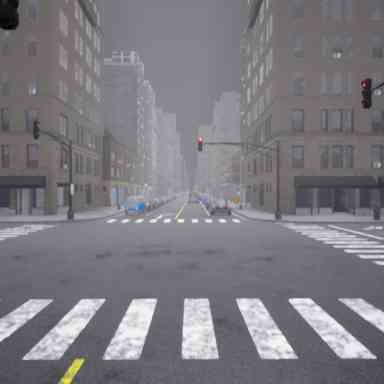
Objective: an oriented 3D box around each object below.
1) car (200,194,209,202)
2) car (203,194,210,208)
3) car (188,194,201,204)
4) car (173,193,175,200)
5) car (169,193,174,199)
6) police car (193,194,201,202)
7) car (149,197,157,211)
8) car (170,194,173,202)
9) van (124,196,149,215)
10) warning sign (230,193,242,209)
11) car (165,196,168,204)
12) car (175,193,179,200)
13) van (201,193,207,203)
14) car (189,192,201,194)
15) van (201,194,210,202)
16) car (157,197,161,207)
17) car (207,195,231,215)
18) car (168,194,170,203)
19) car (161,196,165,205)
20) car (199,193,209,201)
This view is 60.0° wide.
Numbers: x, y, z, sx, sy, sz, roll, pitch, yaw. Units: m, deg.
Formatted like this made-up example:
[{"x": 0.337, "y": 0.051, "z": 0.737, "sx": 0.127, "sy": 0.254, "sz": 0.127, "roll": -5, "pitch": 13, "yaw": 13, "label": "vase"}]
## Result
[{"x": 3.003, "y": 1.402, "z": 78.845, "sx": 1.967, "sy": 1.590, "sz": 4.097, "roll": 0, "pitch": 0, "yaw": 0, "label": "car"}, {"x": 2.856, "y": 1.423, "z": 44.829, "sx": 1.967, "sy": 1.590, "sz": 4.097, "roll": 0, "pitch": 0, "yaw": 0, "label": "car"}, {"x": 0.268, "y": 1.538, "z": 63.062, "sx": 1.994, "sy": 1.385, "sz": 4.181, "roll": 0, "pitch": 0, "yaw": 0, "label": "car"}, {"x": -5.524, "y": 1.487, "z": 78.702, "sx": 1.752, "sy": 1.417, "sz": 4.829, "roll": 0, "pitch": 0, "yaw": 0, "label": "car"}, {"x": -5.547, "y": 1.511, "z": 73.203, "sx": 1.887, "sy": 1.381, "sz": 4.507, "roll": 0, "pitch": 0, "yaw": 0, "label": "car"}, {"x": 1.135, "y": 1.386, "z": 79.589, "sx": 1.930, "sy": 1.638, "sz": 5.238, "roll": 0, "pitch": 0, "yaw": -1, "label": "police car"}, {"x": -5.694, "y": 1.425, "z": 39.194, "sx": 1.967, "sy": 1.590, "sz": 4.097, "roll": 0, "pitch": 0, "yaw": 0, "label": "car"}, {"x": -5.572, "y": 1.536, "z": 67.535, "sx": 1.947, "sy": 1.339, "sz": 4.313, "roll": 0, "pitch": 0, "yaw": 0, "label": "car"}, {"x": -5.719, "y": 1.328, "z": 33.526, "sx": 1.690, "sy": 1.788, "sz": 3.998, "roll": 0, "pitch": 0, "yaw": 0, "label": "van"}, {"x": 5.234, "y": 1.101, "z": 39.475, "sx": 1.300, "sy": 1.860, "sz": 1.060, "roll": 0, "pitch": 0, "yaw": 0, "label": "warning sign"}, {"x": -5.621, "y": 1.543, "z": 56.199, "sx": 1.947, "sy": 1.339, "sz": 4.313, "roll": 0, "pitch": 0, "yaw": 0, "label": "car"}, {"x": -5.474, "y": 1.267, "z": 90.208, "sx": 2.192, "sy": 1.841, "sz": 5.009, "roll": 0, "pitch": 0, "yaw": 0, "label": "car"}, {"x": 2.905, "y": 1.319, "z": 56.168, "sx": 1.690, "sy": 1.788, "sz": 3.998, "roll": 0, "pitch": 0, "yaw": 0, "label": "van"}, {"x": 0.311, "y": 1.006, "z": 73.096, "sx": 2.150, "sy": 2.045, "sz": 5.566, "roll": 0, "pitch": 0, "yaw": 0, "label": "car"}, {"x": 2.978, "y": 1.307, "z": 73.176, "sx": 1.690, "sy": 1.788, "sz": 3.998, "roll": 0, "pitch": 0, "yaw": 0, "label": "van"}, {"x": -5.669, "y": 1.549, "z": 44.862, "sx": 1.947, "sy": 1.339, "sz": 4.313, "roll": 0, "pitch": 0, "yaw": 0, "label": "car"}, {"x": 2.807, "y": 1.427, "z": 33.491, "sx": 1.967, "sy": 1.590, "sz": 4.097, "roll": 0, "pitch": 0, "yaw": 0, "label": "car"}, {"x": -5.597, "y": 1.500, "z": 61.697, "sx": 1.752, "sy": 1.417, "sz": 4.829, "roll": 0, "pitch": 0, "yaw": 0, "label": "car"}, {"x": -5.645, "y": 1.562, "z": 50.531, "sx": 1.802, "sy": 1.307, "sz": 4.206, "roll": 0, "pitch": 0, "yaw": 0, "label": "car"}, {"x": 3.027, "y": 1.272, "z": 84.514, "sx": 2.192, "sy": 1.841, "sz": 5.009, "roll": 0, "pitch": 0, "yaw": 0, "label": "car"}]
